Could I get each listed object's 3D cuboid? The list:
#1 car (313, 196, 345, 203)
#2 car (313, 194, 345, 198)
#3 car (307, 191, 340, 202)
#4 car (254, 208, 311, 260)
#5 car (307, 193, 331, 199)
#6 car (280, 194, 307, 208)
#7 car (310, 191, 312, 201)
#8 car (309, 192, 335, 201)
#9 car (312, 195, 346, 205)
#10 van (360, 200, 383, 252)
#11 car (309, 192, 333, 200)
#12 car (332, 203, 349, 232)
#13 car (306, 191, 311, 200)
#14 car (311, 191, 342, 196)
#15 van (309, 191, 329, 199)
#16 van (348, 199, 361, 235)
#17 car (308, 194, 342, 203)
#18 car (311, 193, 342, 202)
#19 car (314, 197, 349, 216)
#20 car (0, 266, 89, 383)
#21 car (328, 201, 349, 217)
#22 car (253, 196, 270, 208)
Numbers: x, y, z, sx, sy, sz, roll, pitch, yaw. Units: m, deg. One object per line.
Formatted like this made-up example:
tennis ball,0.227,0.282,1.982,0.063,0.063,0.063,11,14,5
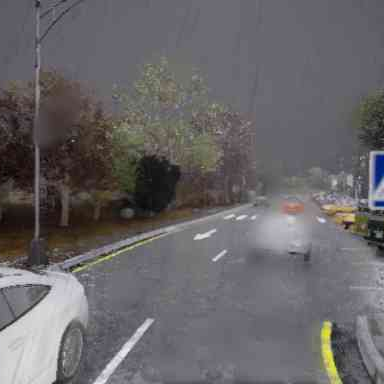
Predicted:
car,14.972,1.474,32.129,5.366,1.575,1.946,1,1,-2
car,18.849,1.395,43.556,4.674,1.452,2.002,1,1,-2
car,26.274,0.883,66.379,5.566,2.045,2.435,1,1,-2
car,3.472,1.557,12.650,1.812,1.442,4.674,1,0,17
car,31.878,1.004,83.524,5.008,1.535,2.097,1,1,-2
car,9.725,1.298,32.229,2.097,1.767,4.553,1,1,18
car,21.669,1.142,52.114,4.553,1.767,2.185,1,1,-2
car,28.132,0.963,72.100,4.553,1.767,2.185,1,1,-2
car,22.563,1.278,54.976,4.674,1.452,2.002,1,1,-2
van,8.927,1.363,12.117,4.442,1.987,1.878,1,0,-3
car,29.064,0.941,74.953,4.553,1.767,2.185,1,1,-2
car,10.603,1.600,17.825,5.008,1.535,2.097,1,1,-2
car,23.484,0.960,57.805,5.566,2.045,2.435,2,1,-2
car,20.738,1.170,49.261,4.553,1.767,2.185,1,1,-2
van,32.933,0.761,86.381,4.442,1.987,1.878,1,1,-2
van,9.824,1.370,14.980,4.442,1.987,1.878,1,0,-3
car,24.245,1.178,60.670,5.366,1.575,1.946,1,1,-2
car,19.745,1.353,46.410,4.792,1.488,2.163,1,1,-2
car,14.055,1.506,29.272,5.366,1.575,1.946,1,1,-2
car,-2.431,1.496,2.741,1.812,1.442,4.674,1,0,6
car,11.682,1.601,20.702,5.366,1.575,1.946,1,1,-2
car,9.352,1.281,44.221,1.837,1.490,4.892,1,1,18
